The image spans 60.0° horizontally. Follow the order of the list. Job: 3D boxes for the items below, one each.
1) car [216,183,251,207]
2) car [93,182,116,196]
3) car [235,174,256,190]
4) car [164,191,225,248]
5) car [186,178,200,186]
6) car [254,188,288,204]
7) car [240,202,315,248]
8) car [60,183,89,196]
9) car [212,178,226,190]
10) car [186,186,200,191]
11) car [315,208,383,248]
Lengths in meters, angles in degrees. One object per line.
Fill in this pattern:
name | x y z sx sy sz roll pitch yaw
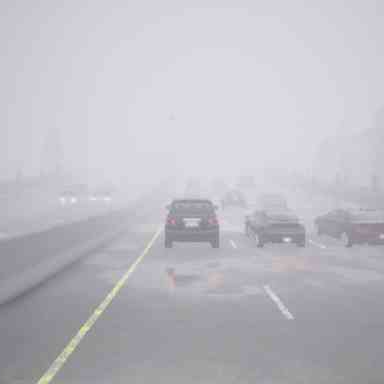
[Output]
car | 3.555 0.463 29.521 2.097 1.767 4.553 0 5 0
car | -10.389 -0.432 39.713 1.812 1.442 4.674 0 7 0
car | 7.140 -1.377 44.727 2.150 2.045 5.566 0 7 0
car | 0.001 1.183 14.658 2.150 2.045 5.566 0 1 0
car | 0.140 -1.115 44.760 1.837 1.490 4.892 0 7 0
car | 7.056 0.668 29.548 1.994 1.385 4.181 0 5 0
car | 3.501 1.447 14.634 1.837 1.490 4.892 0 1 0
car | -13.889 -0.391 39.739 2.033 1.411 5.357 0 7 0
car | 3.640 -1.115 44.741 1.837 1.490 4.892 0 7 0
car | 0.056 0.590 29.584 2.128 1.511 4.902 0 5 0
car | 7.000 1.415 14.633 1.882 1.535 5.008 0 1 0
